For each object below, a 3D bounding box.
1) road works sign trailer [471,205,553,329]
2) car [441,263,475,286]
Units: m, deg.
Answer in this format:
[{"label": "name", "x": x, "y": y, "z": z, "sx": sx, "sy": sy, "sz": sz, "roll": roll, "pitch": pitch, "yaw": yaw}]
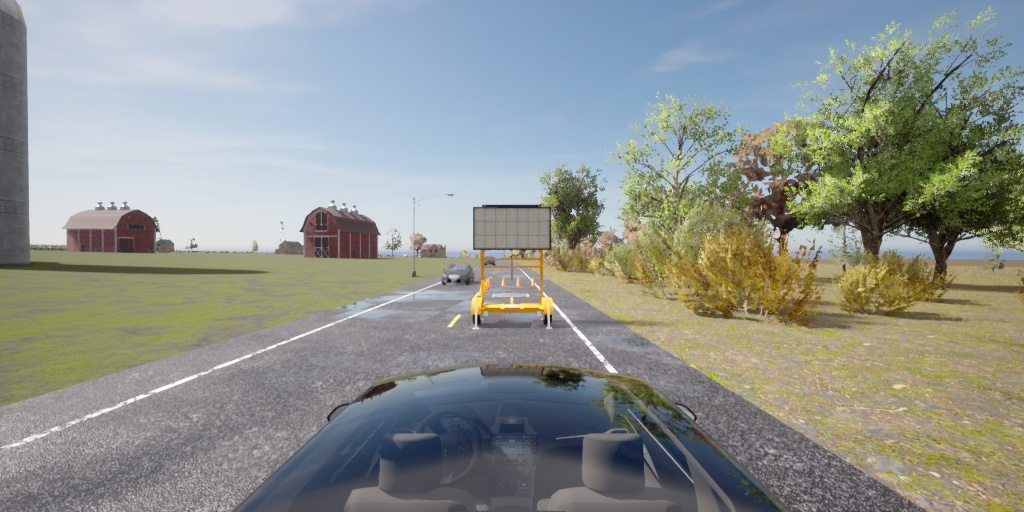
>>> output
[{"label": "road works sign trailer", "x": 0.000, "y": 0.213, "z": 11.192, "sx": 2.380, "sy": 3.560, "sz": 2.880, "roll": 0, "pitch": 0, "yaw": 0}, {"label": "car", "x": -3.708, "y": 1.239, "z": 25.230, "sx": 2.128, "sy": 1.511, "sz": 4.902, "roll": 0, "pitch": 0, "yaw": 0}]
